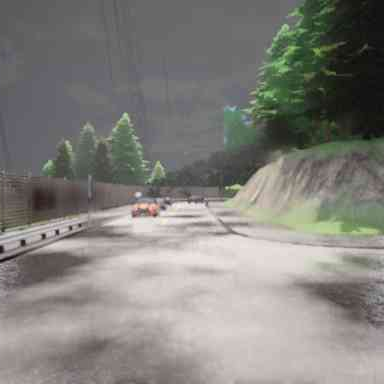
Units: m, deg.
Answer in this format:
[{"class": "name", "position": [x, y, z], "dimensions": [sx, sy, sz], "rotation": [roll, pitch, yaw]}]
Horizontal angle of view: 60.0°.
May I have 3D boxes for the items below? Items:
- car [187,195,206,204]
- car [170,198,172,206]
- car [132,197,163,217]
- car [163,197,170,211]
[{"class": "car", "position": [0.852, 1.397, 60.854], "dimensions": [1.837, 1.490, 4.892], "rotation": [0, 0, 26]}, {"class": "car", "position": [-4.181, 1.506, 52.896], "dimensions": [1.895, 1.301, 4.718], "rotation": [0, 0, 0]}, {"class": "car", "position": [-4.087, 1.298, 30.024], "dimensions": [2.097, 1.767, 4.553], "rotation": [0, 0, 0]}, {"class": "car", "position": [-4.077, 1.453, 40.230], "dimensions": [1.812, 1.442, 4.674], "rotation": [0, 0, 0]}]
